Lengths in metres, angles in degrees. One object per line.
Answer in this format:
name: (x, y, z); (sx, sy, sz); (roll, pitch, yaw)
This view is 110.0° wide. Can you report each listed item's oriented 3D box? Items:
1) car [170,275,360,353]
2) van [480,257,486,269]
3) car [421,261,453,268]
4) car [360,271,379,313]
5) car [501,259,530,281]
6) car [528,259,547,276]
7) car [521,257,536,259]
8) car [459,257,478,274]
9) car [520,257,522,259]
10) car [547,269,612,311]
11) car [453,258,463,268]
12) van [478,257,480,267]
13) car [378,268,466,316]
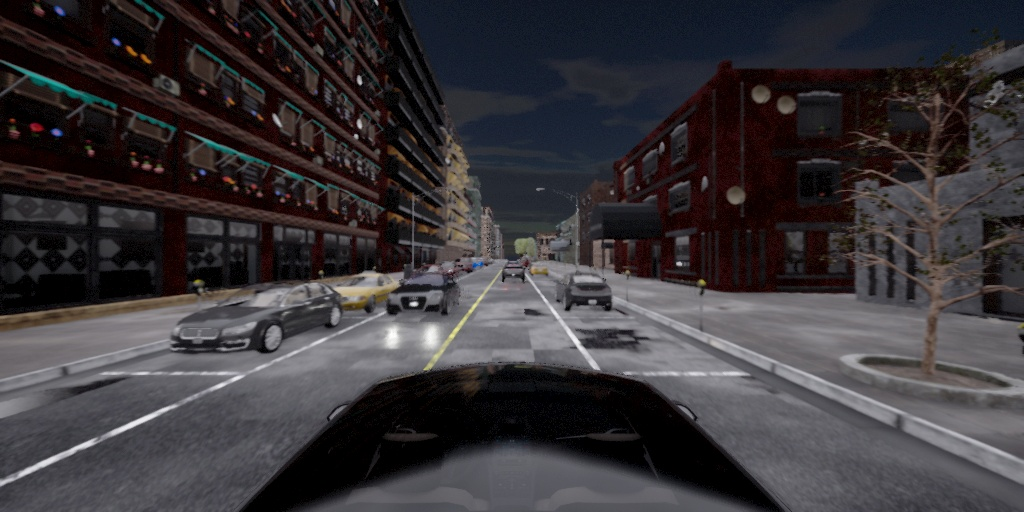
car: (-5.685, 1.302, 8.668); (2.007, 1.370, 4.403); (0, 0, 0)
van: (-5.655, 1.132, 58.521); (1.690, 1.789, 3.998); (0, 0, 0)
car: (-5.675, 1.303, 25.286); (1.888, 1.381, 4.507); (0, 0, 0)
car: (-5.682, 1.278, 14.037); (1.751, 1.417, 4.829); (0, 0, 0)
car: (0.117, 1.250, 29.958); (2.128, 1.511, 4.902); (0, 0, 0)
car: (2.712, 1.289, 36.529); (1.751, 1.417, 4.829); (0, 0, 0)
car: (2.723, 1.097, 52.976); (2.192, 1.841, 5.009); (0, 0, 0)
car: (-5.665, 1.084, 41.904); (2.192, 1.841, 5.009); (0, 0, 0)
car: (0.131, 1.281, 48.678); (1.837, 1.490, 4.892); (0, 0, 0)
car: (2.699, 1.302, 14.203); (2.007, 1.370, 4.403); (0, 0, 0)
car: (-5.672, 1.201, 30.825); (1.967, 1.591, 4.097); (0, 0, 0)
van: (-5.662, 1.116, 47.444); (1.690, 1.789, 3.998); (0, 0, 0)
car: (-3.079, 1.316, 13.230); (1.994, 1.385, 4.181); (0, 0, 0)
